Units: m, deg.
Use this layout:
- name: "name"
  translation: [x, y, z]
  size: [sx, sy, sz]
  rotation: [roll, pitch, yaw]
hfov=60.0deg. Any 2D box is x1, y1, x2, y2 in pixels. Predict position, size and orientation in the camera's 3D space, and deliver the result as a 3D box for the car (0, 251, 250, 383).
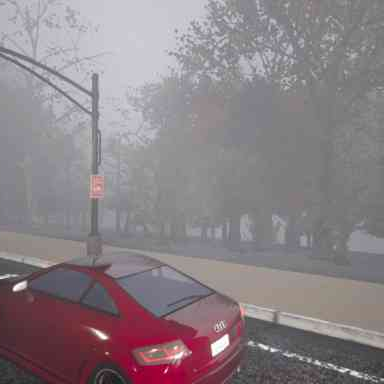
- name: "car"
  translation: [-1.338, 1.563, 4.636]
  size: [4.181, 1.385, 1.994]
  rotation: [0, 0, 35]
